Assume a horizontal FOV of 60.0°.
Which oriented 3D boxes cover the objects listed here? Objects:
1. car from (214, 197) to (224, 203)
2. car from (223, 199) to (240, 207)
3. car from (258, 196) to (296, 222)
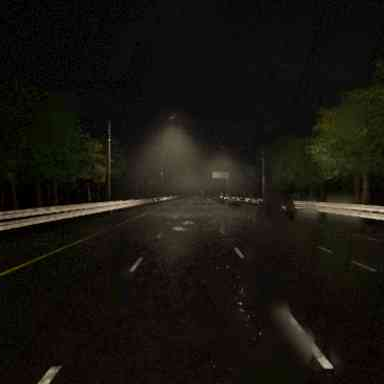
[{"bbox_3d":[7.433,2.121,85.586,2.033,1.411,5.357,0,0,1],"label":"car"},{"bbox_3d":[7.208,1.907,58.429,2.033,1.411,5.357,0,0,0],"label":"car"},{"bbox_3d":[7.053,1.349,28.123,2.150,2.045,5.566,0,0,0],"label":"car"}]
